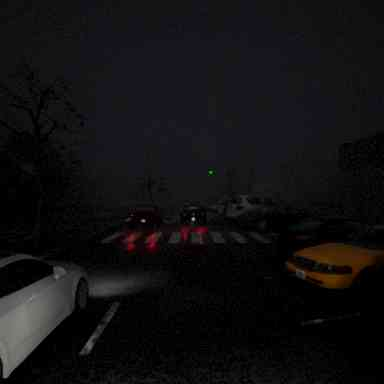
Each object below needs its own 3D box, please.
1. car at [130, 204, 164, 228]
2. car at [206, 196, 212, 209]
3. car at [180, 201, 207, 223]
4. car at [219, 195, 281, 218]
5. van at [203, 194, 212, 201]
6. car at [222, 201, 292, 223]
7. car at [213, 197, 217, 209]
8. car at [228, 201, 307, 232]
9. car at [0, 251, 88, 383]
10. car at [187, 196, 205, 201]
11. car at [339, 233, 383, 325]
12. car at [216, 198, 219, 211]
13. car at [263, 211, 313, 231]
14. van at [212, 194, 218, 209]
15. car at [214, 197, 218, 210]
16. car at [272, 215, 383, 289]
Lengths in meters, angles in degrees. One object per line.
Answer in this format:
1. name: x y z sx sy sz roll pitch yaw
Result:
1. car: -2.897 1.540 22.128 1.812 1.442 4.674 0 0 0
2. car: 4.903 1.597 41.009 5.366 1.575 1.946 1 0 -20
3. car: 0.104 1.626 25.359 1.895 1.301 4.718 0 0 0
4. car: 5.103 1.258 23.197 5.566 2.045 2.435 1 0 -20
5. van: 4.978 1.617 93.319 4.442 1.987 1.878 1 -2 -20
6. car: 5.079 1.521 26.161 5.008 1.535 2.097 1 0 -20
7. car: 5.101 1.598 35.124 4.792 1.488 2.163 1 -1 -20
8. car: 5.083 1.501 20.195 4.892 1.521 2.231 1 0 -20
9. car: -2.899 1.522 4.504 1.812 1.442 4.674 0 0 0
10. car: 0.105 1.596 39.825 2.128 1.511 4.902 0 0 0
11. car: 5.097 1.518 5.302 4.792 1.488 2.163 1 0 -20
12. car: 5.068 1.536 29.146 4.892 1.521 2.231 1 -1 -20
13. car: 5.067 1.525 11.255 4.674 1.452 2.002 1 0 -20
14. van: 4.969 1.358 38.052 4.442 1.987 1.878 1 0 -20
15. car: 5.248 1.550 32.194 5.366 1.575 1.946 1 -1 -20
16. car: 4.898 1.479 8.206 5.366 1.575 1.946 1 0 -20
